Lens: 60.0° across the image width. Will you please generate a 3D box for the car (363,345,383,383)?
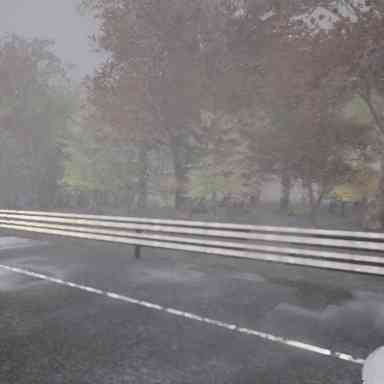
[{"bbox_3d":[3.391,1.524,1.574,4.674,1.442,1.812,0,0,35],"label":"car"}]
